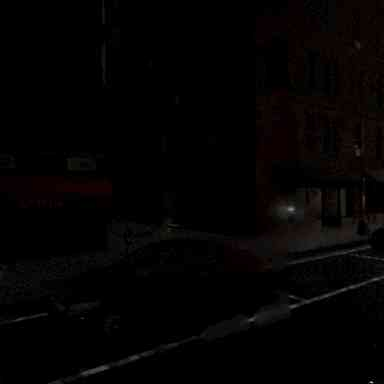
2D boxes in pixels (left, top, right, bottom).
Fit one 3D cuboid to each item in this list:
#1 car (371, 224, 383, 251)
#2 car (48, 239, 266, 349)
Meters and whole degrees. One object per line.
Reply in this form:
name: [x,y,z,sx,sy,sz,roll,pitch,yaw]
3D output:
car: [8.555,1.485,12.610,4.313,1.339,1.947,-1,0,-35]
car: [-0.413,1.594,6.238,4.206,1.307,1.802,-1,0,-35]
